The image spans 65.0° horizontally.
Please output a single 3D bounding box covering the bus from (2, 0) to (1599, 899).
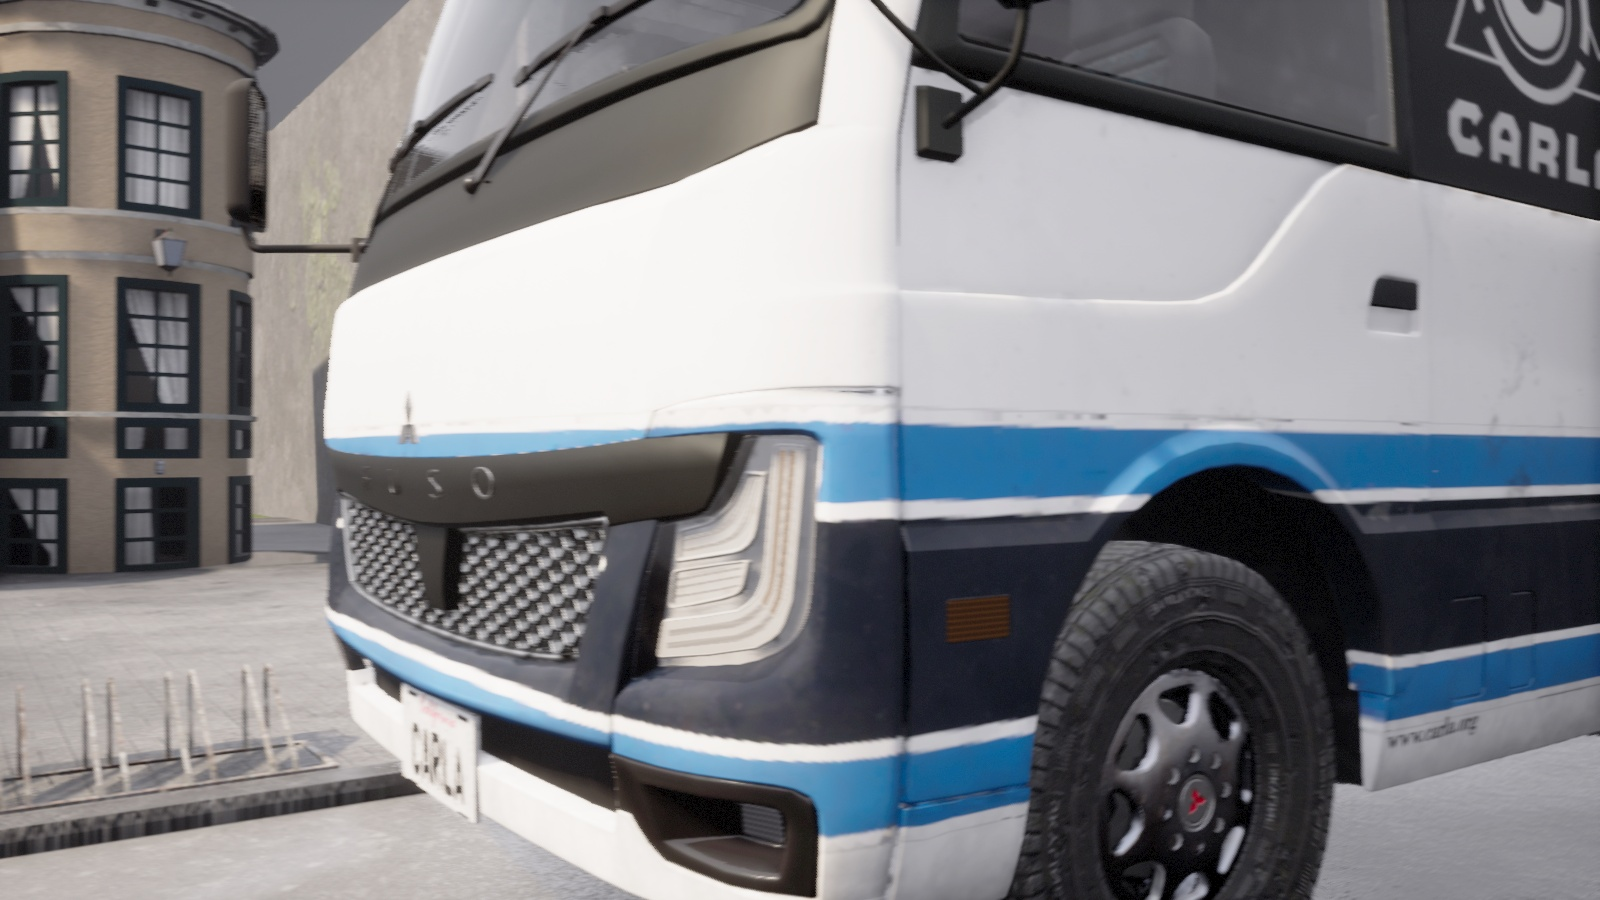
[{"bbox_3d":[2.402,-0.622,5.945,10.273,4.253,3.944,0,0,-35],"label":"bus"}]
